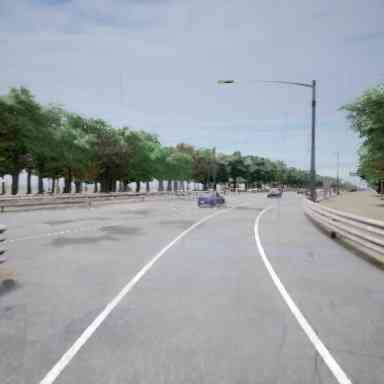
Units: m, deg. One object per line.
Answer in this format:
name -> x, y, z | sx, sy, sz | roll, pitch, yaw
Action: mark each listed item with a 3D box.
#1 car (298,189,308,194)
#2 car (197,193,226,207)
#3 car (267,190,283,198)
car -> 29.609, -0.178, 88.985 | 2.033, 1.411, 5.357 | 1, 1, 28
car -> 2.150, 0.835, 36.461 | 1.812, 1.442, 4.674 | 1, 2, 27
car -> 15.626, 0.345, 62.331 | 1.895, 1.301, 4.718 | 1, 1, 28
